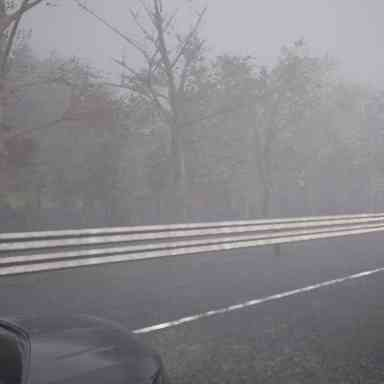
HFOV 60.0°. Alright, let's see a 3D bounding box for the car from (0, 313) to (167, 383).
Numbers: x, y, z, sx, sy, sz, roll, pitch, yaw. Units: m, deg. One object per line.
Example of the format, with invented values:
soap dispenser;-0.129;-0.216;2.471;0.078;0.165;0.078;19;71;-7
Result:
car;-2.434;1.495;2.017;4.892;1.490;1.837;1;0;-35
